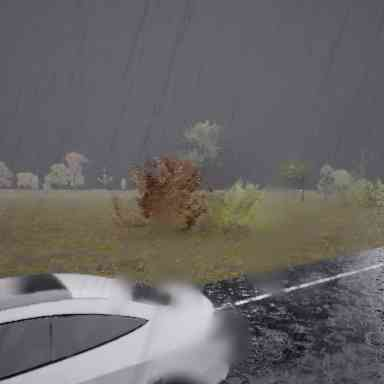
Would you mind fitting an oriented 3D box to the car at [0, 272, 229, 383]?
[{"bbox_3d":[-1.768,1.525,2.728,4.674,1.442,1.812,0,0,-35],"label":"car"}]
